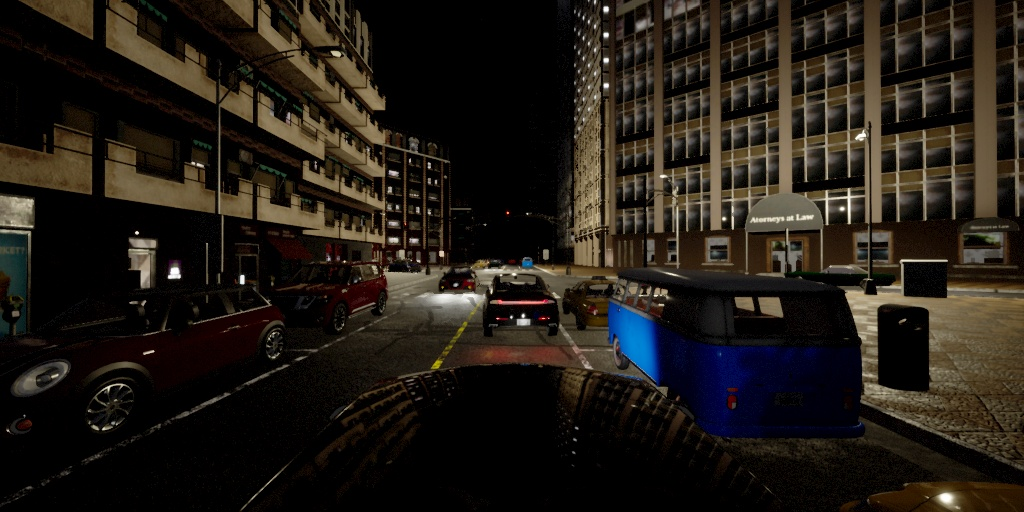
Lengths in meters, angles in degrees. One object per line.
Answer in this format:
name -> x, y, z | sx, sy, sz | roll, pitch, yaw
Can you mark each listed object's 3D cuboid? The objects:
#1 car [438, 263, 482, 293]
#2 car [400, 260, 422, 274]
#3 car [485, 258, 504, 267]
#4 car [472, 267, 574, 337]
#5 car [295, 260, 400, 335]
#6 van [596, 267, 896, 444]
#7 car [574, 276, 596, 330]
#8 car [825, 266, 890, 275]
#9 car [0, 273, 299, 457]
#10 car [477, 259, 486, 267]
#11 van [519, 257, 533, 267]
car -> -2.975, 1.325, 20.697 | 1.994, 1.385, 4.181 | 0, 0, -2
car -> -12.863, 1.229, 43.252 | 4.553, 1.767, 2.097 | 0, -1, 41
car -> -2.824, 1.424, 58.789 | 1.895, 1.301, 4.718 | 0, 0, 2
car -> 0.132, 1.244, 10.312 | 2.128, 1.511, 4.902 | 0, 0, -3
car -> -5.316, 1.068, 10.700 | 2.192, 1.841, 5.009 | 0, 0, 0
van -> 2.565, 1.092, 5.171 | 1.690, 1.789, 3.998 | 0, 0, 0
car -> 2.564, 1.278, 10.877 | 1.751, 1.417, 4.829 | 0, 0, 0
car -> 18.306, 1.194, 20.426 | 4.718, 1.301, 1.895 | -1, -1, 40
car -> -5.315, 1.190, 5.164 | 1.967, 1.591, 4.097 | 0, 0, 0
car -> -5.322, 1.351, 59.529 | 1.751, 1.417, 4.829 | 0, 0, 0
van -> 2.558, 1.167, 59.700 | 1.690, 1.789, 3.998 | 0, 0, 0
